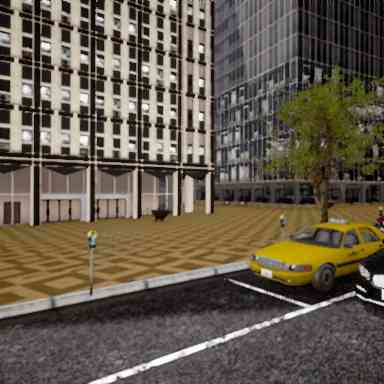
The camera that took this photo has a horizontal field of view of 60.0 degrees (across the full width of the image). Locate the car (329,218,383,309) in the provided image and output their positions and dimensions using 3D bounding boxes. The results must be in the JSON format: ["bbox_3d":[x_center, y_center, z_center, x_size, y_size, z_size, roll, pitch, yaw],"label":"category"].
[{"bbox_3d":[5.209,1.351,6.597,4.902,1.511,2.128,-1,1,-34],"label":"car"}]

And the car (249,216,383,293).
[{"bbox_3d":[3.597,1.388,8.517,4.829,1.417,1.752,-1,2,-34],"label":"car"}]
